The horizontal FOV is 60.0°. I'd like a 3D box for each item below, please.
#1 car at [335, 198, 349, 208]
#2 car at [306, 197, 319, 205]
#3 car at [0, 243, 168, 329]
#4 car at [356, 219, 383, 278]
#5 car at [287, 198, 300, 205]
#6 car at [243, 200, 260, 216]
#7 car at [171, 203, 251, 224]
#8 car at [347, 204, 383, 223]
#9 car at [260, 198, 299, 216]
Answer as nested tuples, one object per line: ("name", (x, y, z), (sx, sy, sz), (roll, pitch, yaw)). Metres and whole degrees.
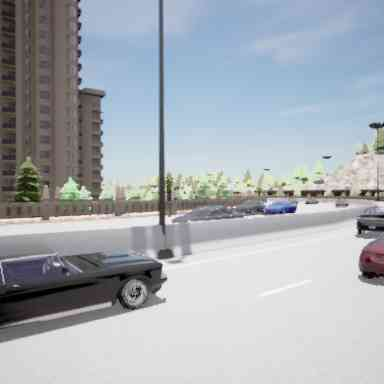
("car", (24.650, 1.797, 54.555), (1.812, 1.442, 4.674), (0, 0, 21))
("car", (25.203, 1.777, 69.628), (2.097, 1.767, 4.553), (0, -1, 12))
("car", (-2.830, 1.624, 6.149), (4.718, 1.301, 1.895), (0, 0, -37))
("car", (6.317, 1.582, 9.176), (4.181, 1.385, 1.994), (0, 0, -42))
("car", (22.235, 2.022, 72.928), (1.994, 1.385, 4.181), (0, -1, 9))
("car", (6.313, 1.647, 35.202), (1.837, 1.490, 4.892), (0, 0, 36))
("car", (0.939, 1.566, 18.716), (4.892, 1.490, 1.837), (0, 0, -44))
("car", (10.564, 1.539, 18.206), (2.128, 1.511, 4.902), (0, 0, 43))
("car", (8.832, 1.602, 32.729), (1.882, 1.535, 5.008), (0, 0, 36))
